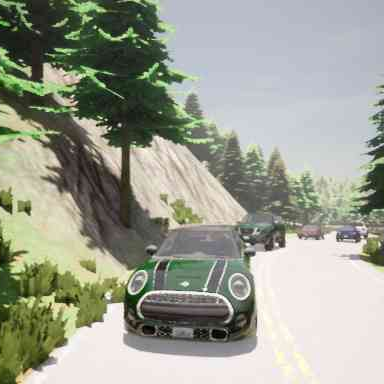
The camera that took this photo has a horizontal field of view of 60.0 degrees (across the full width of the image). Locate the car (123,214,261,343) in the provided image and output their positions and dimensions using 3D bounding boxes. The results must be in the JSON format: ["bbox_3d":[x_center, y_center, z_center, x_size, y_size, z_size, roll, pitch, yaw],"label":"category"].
[{"bbox_3d":[0.212,1.487,6.949,2.097,1.767,4.553,0,-2,9],"label":"car"}]

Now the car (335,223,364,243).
[{"bbox_3d":[14.887,3.998,31.599,1.812,1.442,4.674,0,-6,31],"label":"car"}]

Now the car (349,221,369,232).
[{"bbox_3d":[20.158,4.650,40.506,2.150,2.045,5.566,0,-6,30],"label":"car"}]

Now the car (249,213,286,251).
[{"bbox_3d":[4.022,2.242,19.501,2.150,2.045,5.566,0,-6,27],"label":"car"}]

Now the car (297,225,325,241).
[{"bbox_3d":[11.886,3.991,33.040,1.812,1.442,4.674,0,-5,31],"label":"car"}]
